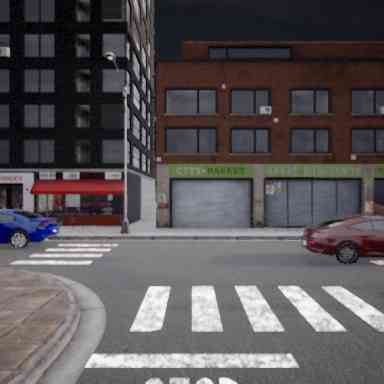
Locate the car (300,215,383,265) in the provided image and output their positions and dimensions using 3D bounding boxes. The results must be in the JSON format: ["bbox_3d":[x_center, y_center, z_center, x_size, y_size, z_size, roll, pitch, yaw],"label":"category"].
[{"bbox_3d":[5.995,1.496,10.948,4.674,1.442,1.812,0,0,0],"label":"car"}]

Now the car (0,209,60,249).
[{"bbox_3d":[-8.201,1.469,13.916,5.008,1.535,1.882,0,0,0],"label":"car"}]
